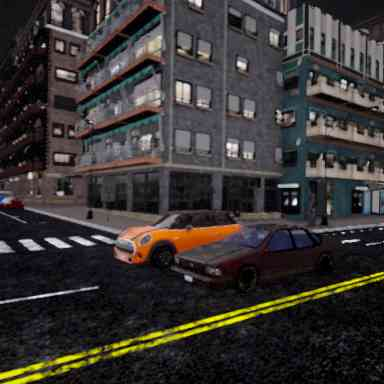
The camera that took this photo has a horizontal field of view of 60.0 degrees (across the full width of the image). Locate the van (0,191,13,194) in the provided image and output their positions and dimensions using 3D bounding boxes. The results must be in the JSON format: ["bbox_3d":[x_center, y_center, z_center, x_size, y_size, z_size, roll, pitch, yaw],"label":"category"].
[{"bbox_3d":[-21.296,0.841,37.540,1.690,1.788,3.998,3,-1,-37],"label":"van"}]

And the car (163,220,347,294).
[{"bbox_3d":[2.097,1.626,9.170,5.357,1.411,2.033,1,0,-35],"label":"car"}]

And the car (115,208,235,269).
[{"bbox_3d":[-0.292,1.422,11.457,4.553,1.767,2.097,1,0,-35],"label":"car"}]

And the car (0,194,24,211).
[{"bbox_3d":[-17.857,1.172,33.093,1.802,1.307,4.206,3,-1,-37],"label":"car"}]
